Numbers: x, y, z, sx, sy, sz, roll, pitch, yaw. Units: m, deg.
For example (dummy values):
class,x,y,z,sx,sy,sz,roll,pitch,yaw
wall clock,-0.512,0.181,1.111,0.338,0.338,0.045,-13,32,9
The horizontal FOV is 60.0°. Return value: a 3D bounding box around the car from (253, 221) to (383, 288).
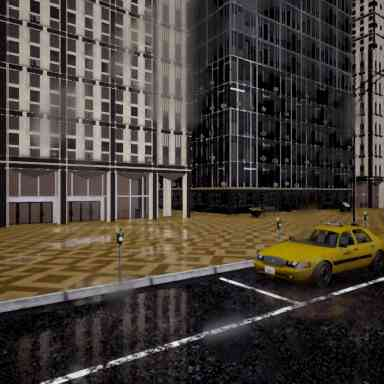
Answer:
class,x,y,z,sx,sy,sz,roll,pitch,yaw
car,3.800,1.526,9.253,4.829,1.417,1.752,0,0,-35
